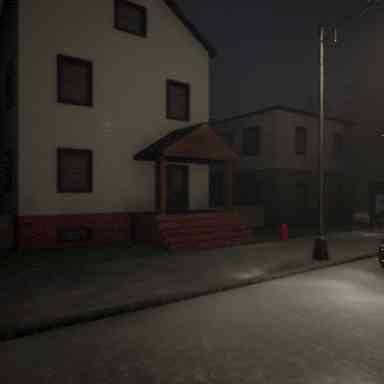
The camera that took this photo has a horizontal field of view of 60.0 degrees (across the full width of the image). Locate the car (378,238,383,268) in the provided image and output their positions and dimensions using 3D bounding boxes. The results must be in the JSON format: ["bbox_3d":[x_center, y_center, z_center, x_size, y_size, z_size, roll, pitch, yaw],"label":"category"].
[{"bbox_3d":[7.509,1.483,9.938,5.008,1.535,1.882,0,0,-35],"label":"car"}]
